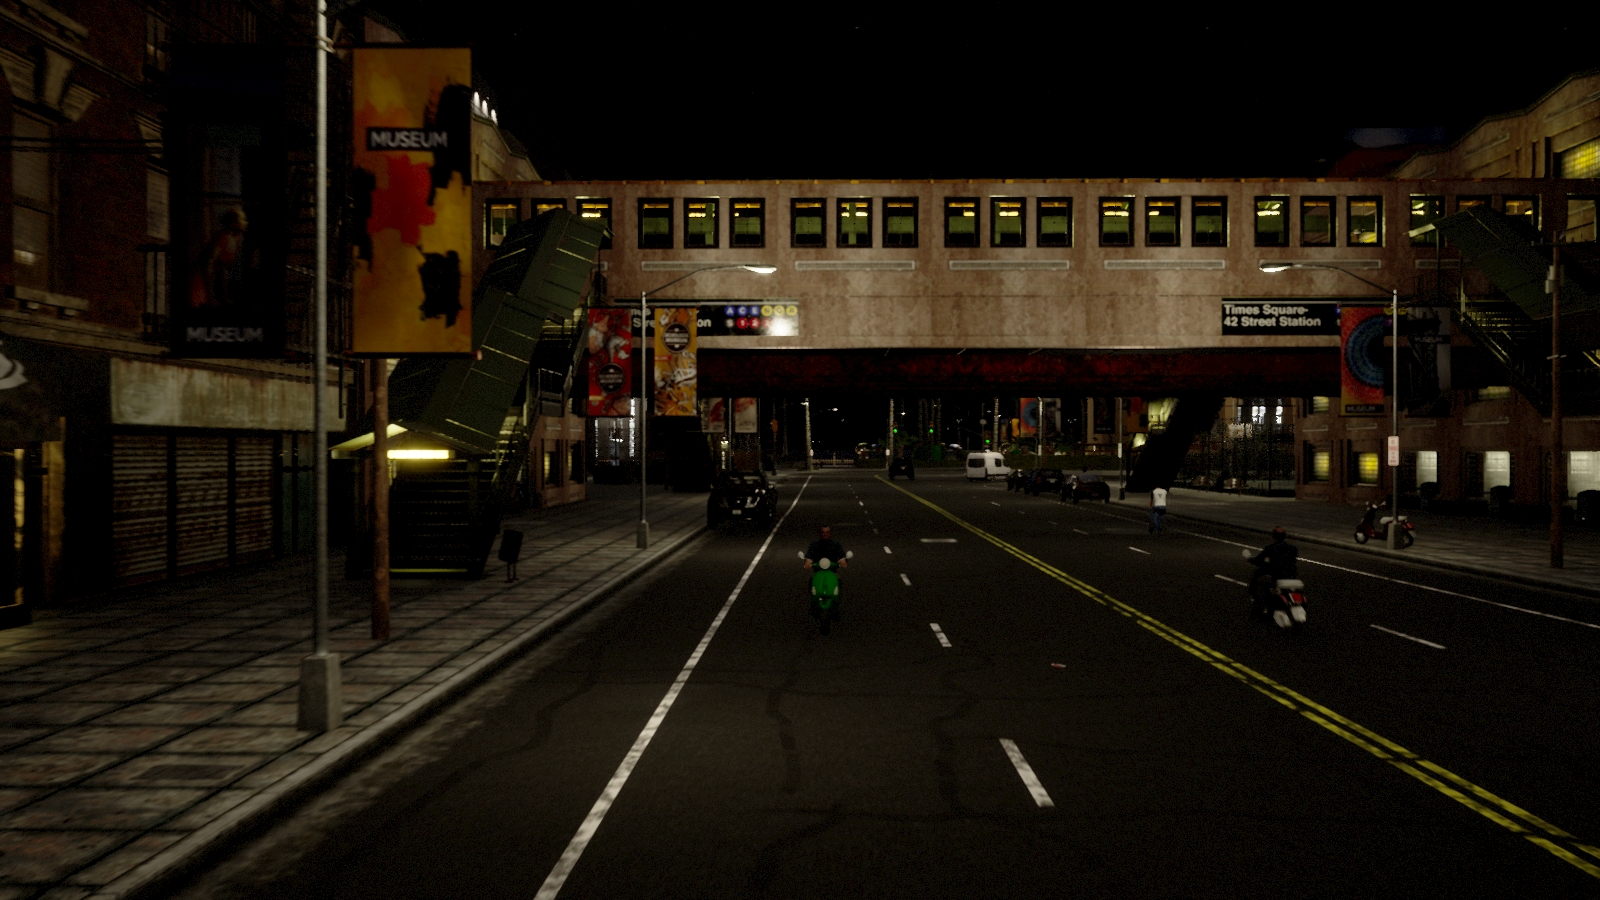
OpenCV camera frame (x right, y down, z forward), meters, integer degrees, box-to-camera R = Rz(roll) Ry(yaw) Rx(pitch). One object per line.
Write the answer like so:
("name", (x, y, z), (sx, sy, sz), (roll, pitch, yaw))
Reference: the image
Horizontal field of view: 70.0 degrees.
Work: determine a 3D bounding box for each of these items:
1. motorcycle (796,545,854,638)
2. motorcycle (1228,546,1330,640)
("motorcycle", (0.397, 2.182, 17.881), (0.856, 1.236, 1.805), (0, 0, 1))
("motorcycle", (7.390, 2.183, 17.711), (0.856, 1.236, 1.805), (0, 0, 1))
